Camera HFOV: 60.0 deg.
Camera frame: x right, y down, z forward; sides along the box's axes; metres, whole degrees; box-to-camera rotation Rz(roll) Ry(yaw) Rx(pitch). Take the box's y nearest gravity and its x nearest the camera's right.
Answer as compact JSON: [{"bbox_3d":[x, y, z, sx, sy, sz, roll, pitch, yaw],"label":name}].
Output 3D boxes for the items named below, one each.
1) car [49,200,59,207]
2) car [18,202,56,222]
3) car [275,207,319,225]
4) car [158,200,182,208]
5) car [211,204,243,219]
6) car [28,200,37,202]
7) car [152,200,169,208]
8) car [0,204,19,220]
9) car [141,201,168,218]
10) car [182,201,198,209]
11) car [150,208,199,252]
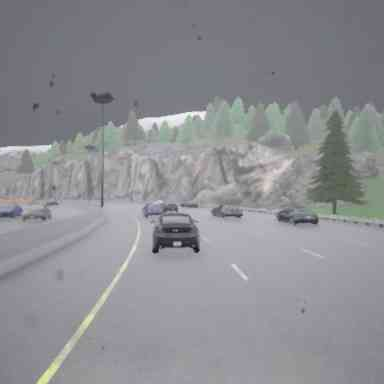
[{"bbox_3d":[-28.909,2.388,69.166,1.895,1.301,4.718,0,-1,-29],"label":"car"},{"bbox_3d":[-14.239,1.924,30.807,1.812,1.442,4.674,0,-1,-13],"label":"car"},{"bbox_3d":[8.250,1.843,26.500,1.994,1.385,4.181,0,-1,-10],"label":"car"},{"bbox_3d":[-3.156,2.023,44.399,1.837,1.490,4.892,0,-1,-17],"label":"car"},{"bbox_3d":[3.425,1.923,33.607,2.033,1.411,5.357,0,-1,-13],"label":"car"},{"bbox_3d":[-34.174,2.327,71.239,2.033,1.411,5.357,0,-1,-31],"label":"car"},{"bbox_3d":[-5.907,2.258,62.219,1.812,1.442,4.674,0,-1,-23],"label":"car"},{"bbox_3d":[-18.515,1.922,33.623,1.882,1.535,5.008,0,-1,-14],"label":"car"},{"bbox_3d":[-4.325,1.972,35.712,2.033,1.411,5.357,0,-1,-14],"label":"car"},{"bbox_3d":[-0.691,2.283,59.291,1.895,1.301,4.718,0,-1,-24],"label":"car"},{"bbox_3d":[-0.774,1.679,14.734,1.837,1.490,4.892,0,0,-5],"label":"car"}]
